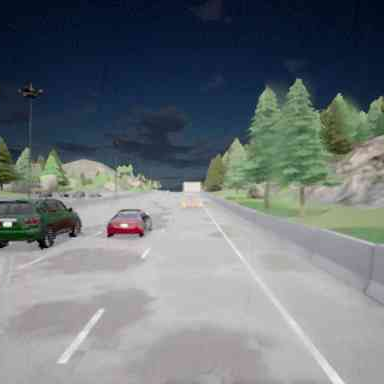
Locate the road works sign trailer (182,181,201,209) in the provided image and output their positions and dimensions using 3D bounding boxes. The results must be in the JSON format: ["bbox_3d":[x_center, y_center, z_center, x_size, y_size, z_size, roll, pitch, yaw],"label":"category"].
[{"bbox_3d":[0.028,0.408,43.558,2.380,3.560,2.880,0,1,-1],"label":"road works sign trailer"}]

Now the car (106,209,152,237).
[{"bbox_3d":[-3.394,1.644,18.647,1.994,1.385,4.181,0,0,0],"label":"car"}]

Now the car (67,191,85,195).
[{"bbox_3d":[-24.478,0.557,71.821,2.097,1.767,4.553,0,1,0],"label":"car"}]

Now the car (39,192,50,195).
[{"bbox_3d":[-31.478,0.699,71.796,1.837,1.490,4.892,0,1,0],"label":"car"}]

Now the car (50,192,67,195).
[{"bbox_3d":[-27.978,0.726,71.795,2.128,1.511,4.902,0,1,0],"label":"car"}]

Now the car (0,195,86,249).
[{"bbox_3d":[-6.895,1.299,15.131,2.150,2.045,5.566,0,0,0],"label":"car"}]

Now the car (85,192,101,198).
[{"bbox_3d":[-20.978,0.756,71.794,1.994,1.385,4.181,0,1,0],"label":"car"}]
